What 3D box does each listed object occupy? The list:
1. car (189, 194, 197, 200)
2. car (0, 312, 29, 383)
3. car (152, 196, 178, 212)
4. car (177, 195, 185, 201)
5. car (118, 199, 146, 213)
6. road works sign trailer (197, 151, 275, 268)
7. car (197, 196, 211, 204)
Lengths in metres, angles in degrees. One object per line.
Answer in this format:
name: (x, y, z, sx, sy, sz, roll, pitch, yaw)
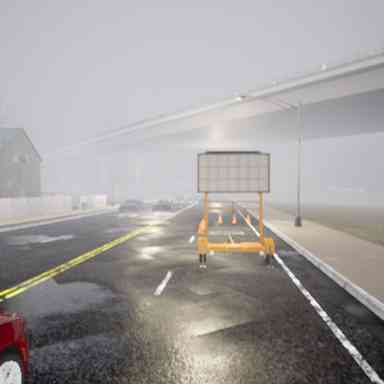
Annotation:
car: (0.471, 1.228, 77.936, 2.033, 1.411, 5.357, 0, 0, 5)
car: (-2.830, 1.475, 1.596, 1.882, 1.535, 5.008, 0, 0, 5)
car: (-3.084, 1.474, 36.675, 1.994, 1.385, 4.181, 0, 0, 5)
car: (-2.835, 1.294, 77.371, 1.994, 1.385, 4.181, 0, 0, 5)
car: (-6.397, 1.462, 36.122, 2.033, 1.411, 5.357, 0, 0, 5)
road works sign trailer: (1.371, 0.431, 11.173, 2.380, 3.560, 2.880, 0, 0, 2)
car: (2.472, 1.409, 61.311, 1.994, 1.385, 4.181, 0, 0, 5)
